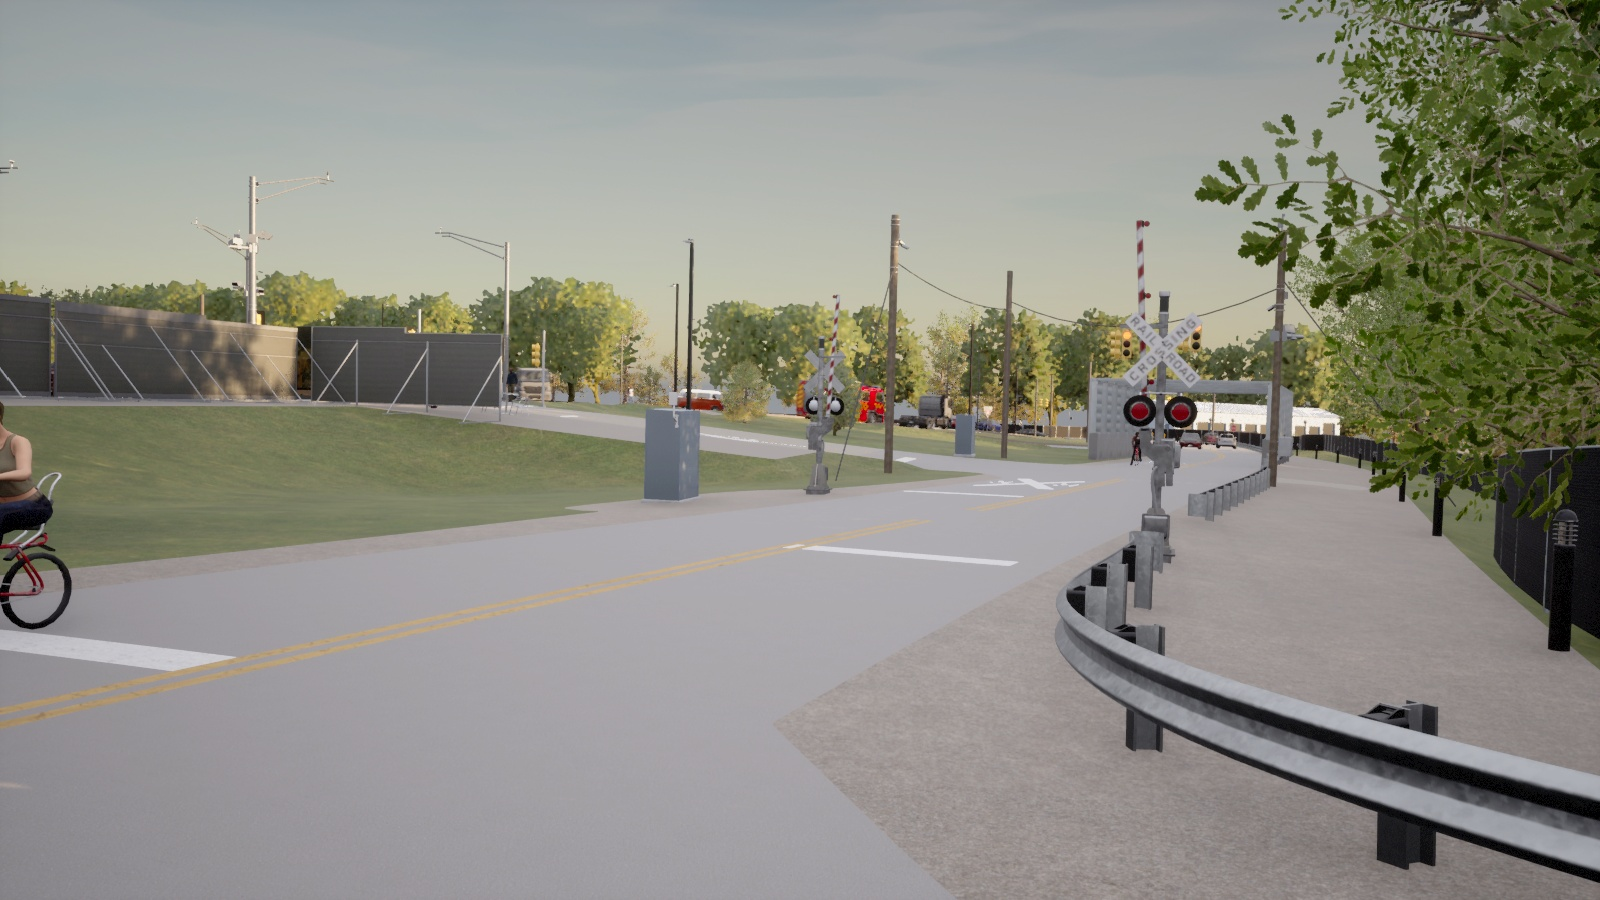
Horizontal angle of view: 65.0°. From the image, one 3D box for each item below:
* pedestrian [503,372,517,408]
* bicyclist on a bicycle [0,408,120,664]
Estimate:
[{"bbox_3d":[-15.089,-3.130,65.259,0.402,1.842,0.726,1,3,17],"label":"pedestrian"},{"bbox_3d":[-5.397,0.536,8.177,0.866,1.612,1.509,1,1,19],"label":"bicyclist on a bicycle"}]
